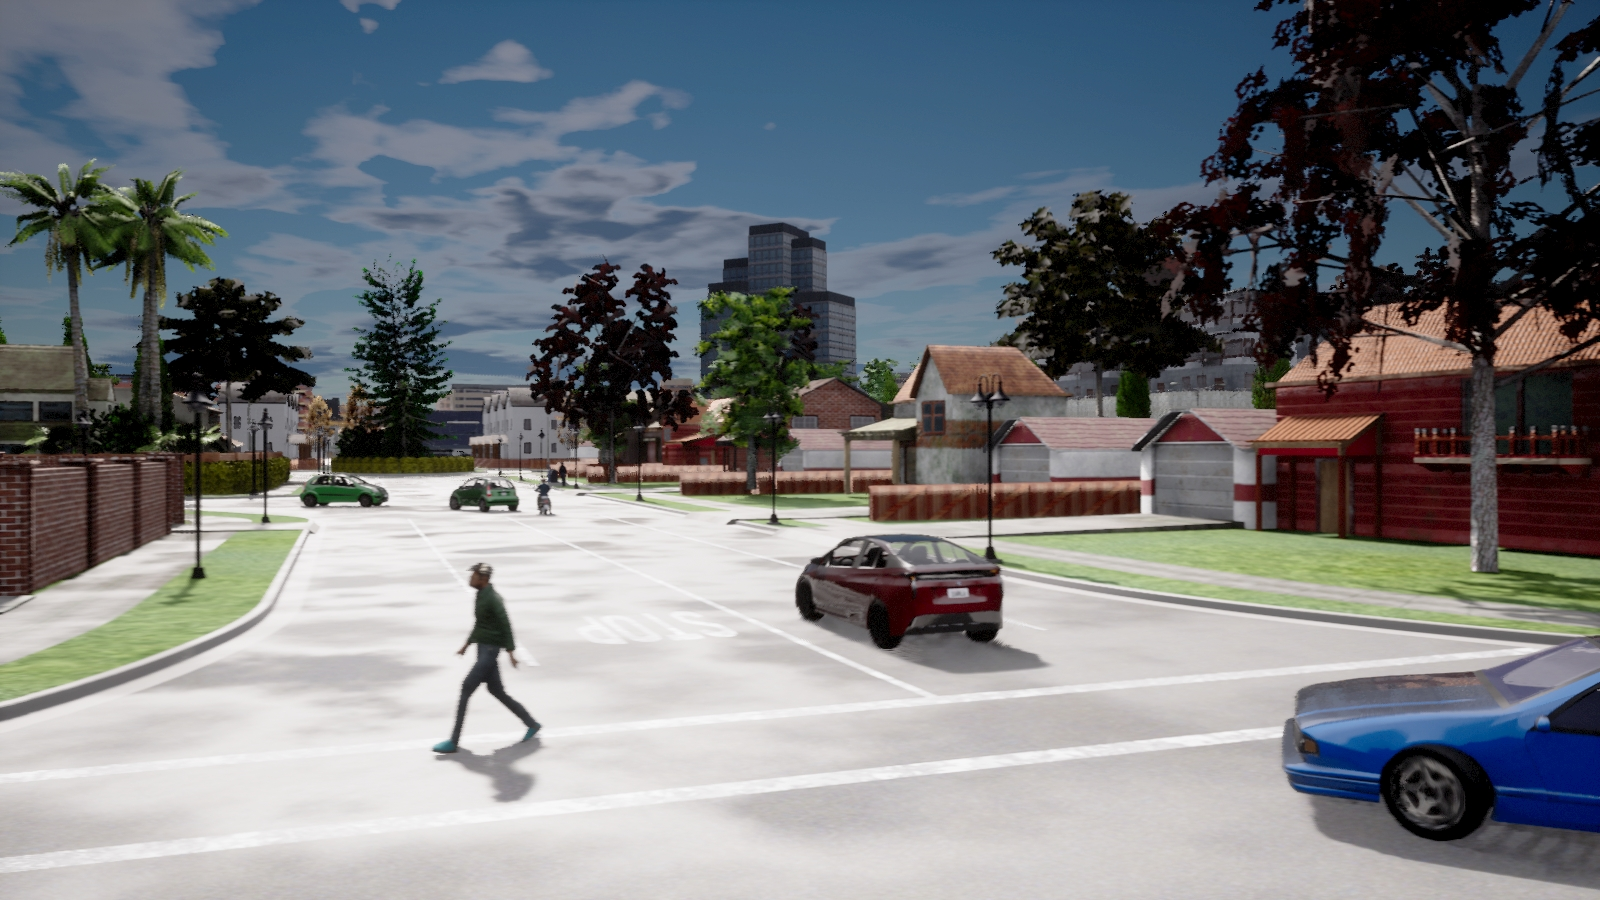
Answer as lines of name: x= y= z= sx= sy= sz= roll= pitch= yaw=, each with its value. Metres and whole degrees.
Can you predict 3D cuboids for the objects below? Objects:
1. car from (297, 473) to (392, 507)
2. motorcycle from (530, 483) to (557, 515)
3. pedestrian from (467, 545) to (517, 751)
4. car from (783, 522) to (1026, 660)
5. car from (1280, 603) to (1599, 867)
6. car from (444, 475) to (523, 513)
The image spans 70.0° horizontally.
car: x=-22.498 y=1.982 z=56.549 sx=3.988 sy=1.617 sz=1.851 roll=0 pitch=0 yaw=0
motorcycle: x=-11.319 y=2.159 z=50.387 sx=0.856 sy=1.341 sz=1.805 roll=0 pitch=0 yaw=-22
pedestrian: x=-2.919 y=1.855 z=10.818 sx=0.375 sy=1.860 sz=0.375 roll=0 pitch=0 yaw=-30
car: x=1.444 y=2.046 z=17.817 sx=2.007 sy=1.525 sz=4.514 roll=0 pitch=0 yaw=-21
car: x=6.406 y=2.084 z=8.303 sx=5.357 sy=1.411 sz=2.033 roll=0 pitch=0 yaw=24
car: x=-14.948 y=2.036 z=53.879 sx=1.851 sy=1.617 sz=3.988 roll=0 pitch=0 yaw=-45
